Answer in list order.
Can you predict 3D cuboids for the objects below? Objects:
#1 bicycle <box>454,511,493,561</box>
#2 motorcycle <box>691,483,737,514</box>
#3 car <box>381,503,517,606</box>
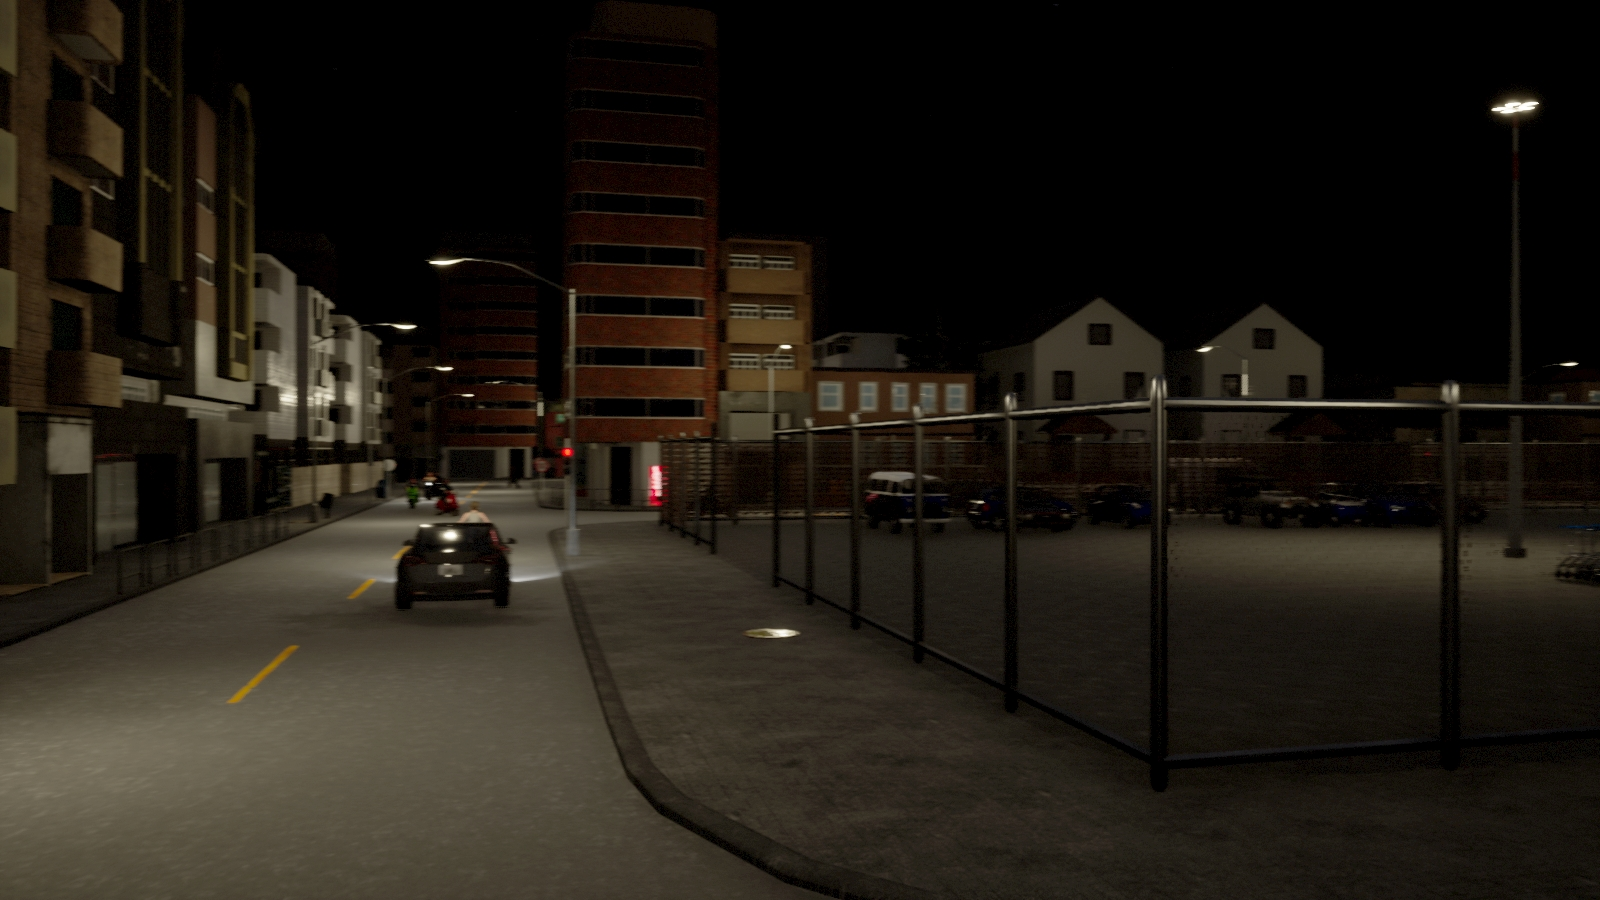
[{"bbox_3d":[-7.918,2.076,27.795,0.859,1.080,1.487,0,0,-14],"label":"bicycle"},{"bbox_3d":[-3.628,2.035,48.122,1.805,1.236,0.856,0,0,-12],"label":"motorcycle"},{"bbox_3d":[-6.529,1.874,21.743,2.163,1.488,4.792,0,0,-13],"label":"car"}]
